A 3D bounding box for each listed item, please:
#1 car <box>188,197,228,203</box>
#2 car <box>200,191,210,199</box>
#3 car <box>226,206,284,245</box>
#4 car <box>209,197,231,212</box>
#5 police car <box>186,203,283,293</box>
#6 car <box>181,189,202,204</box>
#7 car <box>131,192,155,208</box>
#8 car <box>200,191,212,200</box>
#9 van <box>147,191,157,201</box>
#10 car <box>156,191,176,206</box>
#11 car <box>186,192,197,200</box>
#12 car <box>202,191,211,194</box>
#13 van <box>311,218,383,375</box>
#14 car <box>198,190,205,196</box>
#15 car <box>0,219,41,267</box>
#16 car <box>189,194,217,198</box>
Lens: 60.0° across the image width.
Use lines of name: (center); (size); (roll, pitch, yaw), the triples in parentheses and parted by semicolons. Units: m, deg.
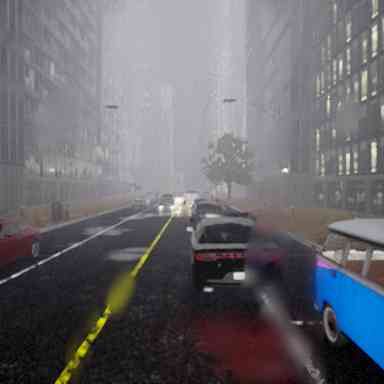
car: (0.862, 1.260, 18.603); (1.837, 1.490, 4.892); (0, 1, 0)
car: (2.560, 0.535, 66.198); (1.967, 1.590, 4.097); (0, 1, 0)
car: (2.661, 1.384, 14.973); (1.802, 1.307, 4.206); (0, 1, 0)
car: (2.627, 1.160, 32.049); (1.802, 1.307, 4.206); (0, 1, 0)
police car: (0.883, 1.309, 8.713); (1.930, 1.638, 5.238); (0, 1, 0)
car: (-0.084, 0.611, 45.796); (2.150, 2.045, 5.566); (0, 1, 0)
car: (-5.765, 1.053, 37.728); (2.008, 1.369, 4.403); (0, 1, 0)
car: (2.571, 0.618, 60.507); (1.967, 1.590, 4.097); (0, 1, 0)
van: (-5.787, 0.685, 49.109); (1.690, 1.788, 3.998); (0, 1, 0)
car: (-3.181, 0.935, 42.987); (1.837, 1.490, 4.892); (0, 1, 0)
car: (-0.120, 0.709, 60.175); (1.812, 1.442, 4.674); (0, 1, 0)
car: (2.605, 0.975, 43.433); (2.008, 1.369, 4.403); (0, 1, 0)
van: (2.683, 1.292, 3.587); (1.690, 1.788, 3.998); (0, 1, 0)
car: (2.515, 0.299, 88.968); (1.887, 1.381, 4.507); (0, 1, 0)
car: (-5.709, 1.459, 9.267); (1.802, 1.307, 4.206); (0, 1, 0)
car: (0.851, 1.181, 24.603); (1.837, 1.490, 4.892); (0, 1, 0)
